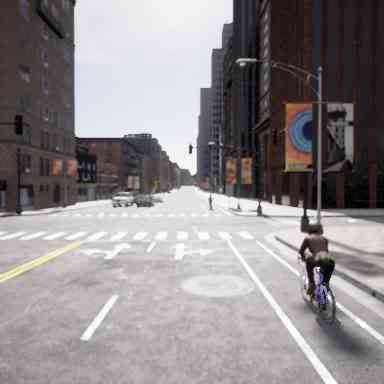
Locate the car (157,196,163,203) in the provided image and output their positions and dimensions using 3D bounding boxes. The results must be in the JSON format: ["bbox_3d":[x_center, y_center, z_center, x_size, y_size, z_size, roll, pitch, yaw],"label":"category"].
[{"bbox_3d":[-6.550,1.388,63.106,1.895,1.301,4.718,0,0,1],"label":"car"}]

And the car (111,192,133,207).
[{"bbox_3d":[-9.845,1.059,47.587,2.150,2.045,5.566,0,1,1],"label":"car"}]

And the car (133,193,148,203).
[{"bbox_3d":[-9.801,1.137,63.635,2.097,1.767,4.553,0,0,0],"label":"car"}]

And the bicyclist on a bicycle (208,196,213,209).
[{"bbox_3d":[2.245,1.316,40.137,0.582,1.620,1.656,0,0,0],"label":"bicyclist on a bicycle"}]

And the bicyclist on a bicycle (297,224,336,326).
[{"bbox_3d":[2.258,1.428,6.082,0.582,1.620,1.656,0,0,0],"label":"bicyclist on a bicycle"}]

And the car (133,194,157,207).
[{"bbox_3d":[-6.603,1.194,47.024,2.097,1.767,4.553,0,0,0],"label":"car"}]
